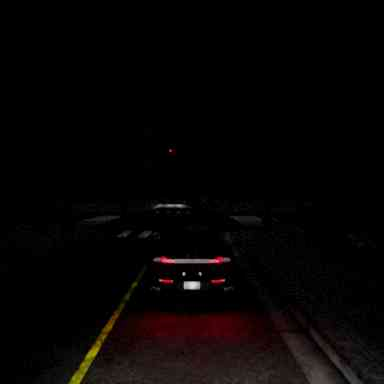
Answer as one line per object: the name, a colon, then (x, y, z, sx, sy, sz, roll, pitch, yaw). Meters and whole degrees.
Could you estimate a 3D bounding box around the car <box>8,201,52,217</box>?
car: (-14.760, 1.455, 29.580, 4.313, 1.339, 1.947, 0, 0, 0)

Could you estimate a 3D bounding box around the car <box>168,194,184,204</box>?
car: (-2.823, 1.327, 54.470, 1.895, 1.301, 4.718, 0, 0, 0)

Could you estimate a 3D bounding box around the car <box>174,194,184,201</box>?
car: (-2.739, 1.170, 70.560, 2.033, 1.411, 5.357, 0, 0, 0)

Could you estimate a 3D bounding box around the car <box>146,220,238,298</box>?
car: (0.002, 1.456, 8.403, 2.128, 1.511, 4.902, 0, 0, 0)

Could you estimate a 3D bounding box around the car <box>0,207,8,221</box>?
car: (-14.766, 1.448, 21.554, 4.313, 1.339, 1.947, 0, 0, 0)
